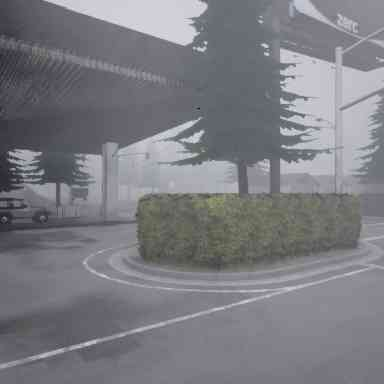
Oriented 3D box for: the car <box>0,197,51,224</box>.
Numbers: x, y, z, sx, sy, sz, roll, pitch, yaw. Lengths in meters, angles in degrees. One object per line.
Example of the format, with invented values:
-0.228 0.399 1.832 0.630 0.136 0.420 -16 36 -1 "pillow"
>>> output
-12.104 1.313 23.392 3.866 1.878 1.905 0 0 -36 "car"
